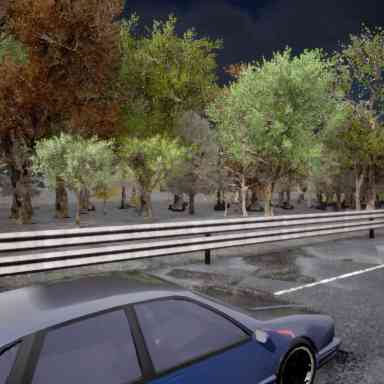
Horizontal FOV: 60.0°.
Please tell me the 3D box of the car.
[{"bbox_3d":[-0.731,1.547,3.201,5.357,1.411,2.033,0,0,-38],"label":"car"}]
